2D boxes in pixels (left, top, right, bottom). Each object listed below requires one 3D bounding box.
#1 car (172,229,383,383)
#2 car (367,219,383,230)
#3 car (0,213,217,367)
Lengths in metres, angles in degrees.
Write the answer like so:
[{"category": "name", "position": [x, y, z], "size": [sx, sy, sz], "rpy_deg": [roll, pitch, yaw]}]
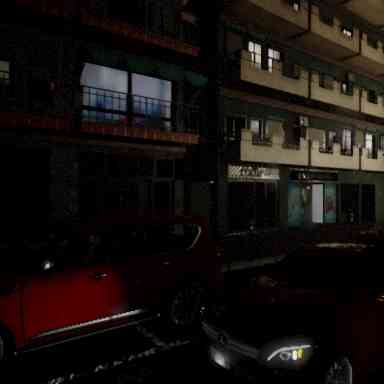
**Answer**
[{"category": "car", "position": [2.200, 1.534, 4.940], "size": [4.674, 1.442, 1.812], "rpy_deg": [0, 0, -35]}, {"category": "car", "position": [7.497, 1.573, 11.885], "size": [4.507, 1.381, 1.887], "rpy_deg": [0, 0, -35]}, {"category": "car", "position": [-1.733, 1.318, 5.325], "size": [5.009, 1.841, 2.192], "rpy_deg": [0, 0, -35]}]
